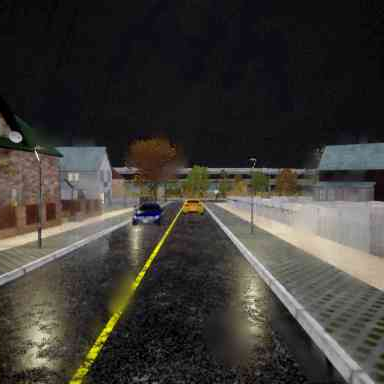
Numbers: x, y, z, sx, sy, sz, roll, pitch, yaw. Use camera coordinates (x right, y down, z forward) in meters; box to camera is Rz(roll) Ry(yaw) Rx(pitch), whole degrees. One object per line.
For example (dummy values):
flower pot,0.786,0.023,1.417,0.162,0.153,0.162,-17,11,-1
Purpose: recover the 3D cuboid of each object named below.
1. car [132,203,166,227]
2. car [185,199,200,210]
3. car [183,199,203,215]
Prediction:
car,-2.834,1.517,22.641,1.812,1.442,4.674,0,0,0
car,0.119,1.600,44.551,1.895,1.301,4.718,0,0,0
car,0.115,1.470,34.018,1.882,1.535,5.008,0,0,0
